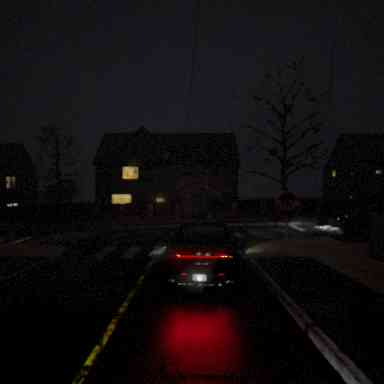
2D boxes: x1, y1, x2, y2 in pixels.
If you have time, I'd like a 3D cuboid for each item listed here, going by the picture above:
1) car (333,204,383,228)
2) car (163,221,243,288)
[{"bbox_3d":[11.025,1.430,20.578,4.181,1.385,1.994,-1,0,0],"label":"car"},{"bbox_3d":[0.373,1.596,9.521,1.837,1.490,4.892,0,0,5],"label":"car"}]
